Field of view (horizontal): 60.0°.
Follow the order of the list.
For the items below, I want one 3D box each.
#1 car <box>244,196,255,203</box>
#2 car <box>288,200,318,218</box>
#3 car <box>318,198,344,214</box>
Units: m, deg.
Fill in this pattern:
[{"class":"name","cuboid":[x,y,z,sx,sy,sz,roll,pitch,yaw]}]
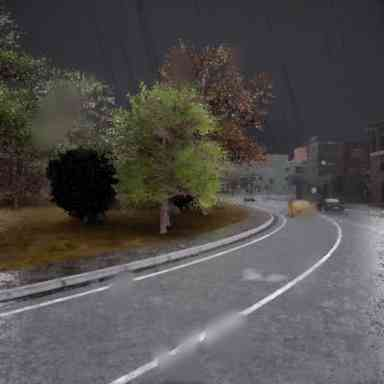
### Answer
[{"class":"car","cuboid":[12.254,1.558,70.773,1.895,1.301,4.718,-1,0,1]},{"class":"car","cuboid":[9.886,1.504,30.367,1.882,1.535,5.008,-1,0,12]},{"class":"car","cuboid":[14.545,1.414,35.404,1.882,1.535,5.008,-1,0,6]}]
